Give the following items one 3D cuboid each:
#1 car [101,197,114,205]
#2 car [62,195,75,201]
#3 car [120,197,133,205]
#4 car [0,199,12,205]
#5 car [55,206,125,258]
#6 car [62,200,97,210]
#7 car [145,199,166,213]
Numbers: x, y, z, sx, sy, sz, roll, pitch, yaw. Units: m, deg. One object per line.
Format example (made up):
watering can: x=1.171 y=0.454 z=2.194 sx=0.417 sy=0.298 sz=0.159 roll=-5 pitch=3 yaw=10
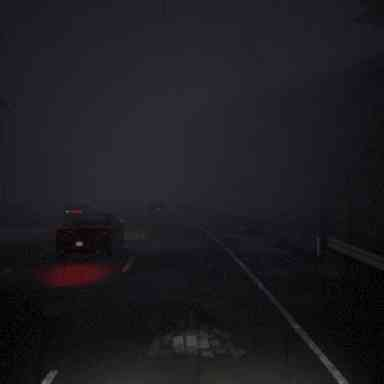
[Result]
car: x=-16.246 y=1.766 z=63.754 sx=1.837 sy=1.490 sz=4.892 roll=0 pitch=0 yaw=-23
car: x=-23.110 y=1.588 z=62.307 sx=2.150 sy=2.045 sz=5.566 roll=-1 pitch=0 yaw=-24
car: x=-12.694 y=1.685 z=64.350 sx=1.882 sy=1.535 sz=5.008 roll=0 pitch=0 yaw=-23
car: x=-34.349 y=2.017 z=61.253 sx=1.882 sy=1.535 sz=5.008 roll=-1 pitch=0 yaw=-24
car: x=-3.850 y=1.539 z=13.272 sx=1.882 sy=1.535 sz=5.008 roll=-1 pitch=0 yaw=-4
car: x=-8.894 y=1.631 z=26.240 sx=2.128 sy=1.511 sz=4.902 roll=-1 pitch=0 yaw=-10
car: x=-4.136 y=1.575 z=37.743 sx=1.837 sy=1.490 sz=4.892 roll=0 pitch=0 yaw=-13
